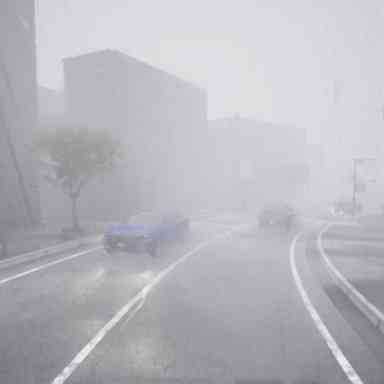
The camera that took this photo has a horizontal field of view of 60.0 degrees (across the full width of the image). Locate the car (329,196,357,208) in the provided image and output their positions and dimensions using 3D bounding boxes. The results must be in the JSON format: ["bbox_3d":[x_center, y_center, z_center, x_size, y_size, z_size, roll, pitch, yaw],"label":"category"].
[{"bbox_3d":[21.436,1.365,47.010,2.128,1.511,4.902,5,3,43],"label":"car"}]

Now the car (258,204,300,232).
[{"bbox_3d":[5.530,1.513,20.777,2.128,1.511,4.902,3,1,26],"label":"car"}]

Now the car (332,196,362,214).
[{"bbox_3d":[17.572,1.591,37.199,2.128,1.511,4.902,5,3,41],"label":"car"}]

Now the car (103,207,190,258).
[{"bbox_3d":[-1.513,1.383,12.808,1.882,1.535,5.008,1,1,17],"label":"car"}]
